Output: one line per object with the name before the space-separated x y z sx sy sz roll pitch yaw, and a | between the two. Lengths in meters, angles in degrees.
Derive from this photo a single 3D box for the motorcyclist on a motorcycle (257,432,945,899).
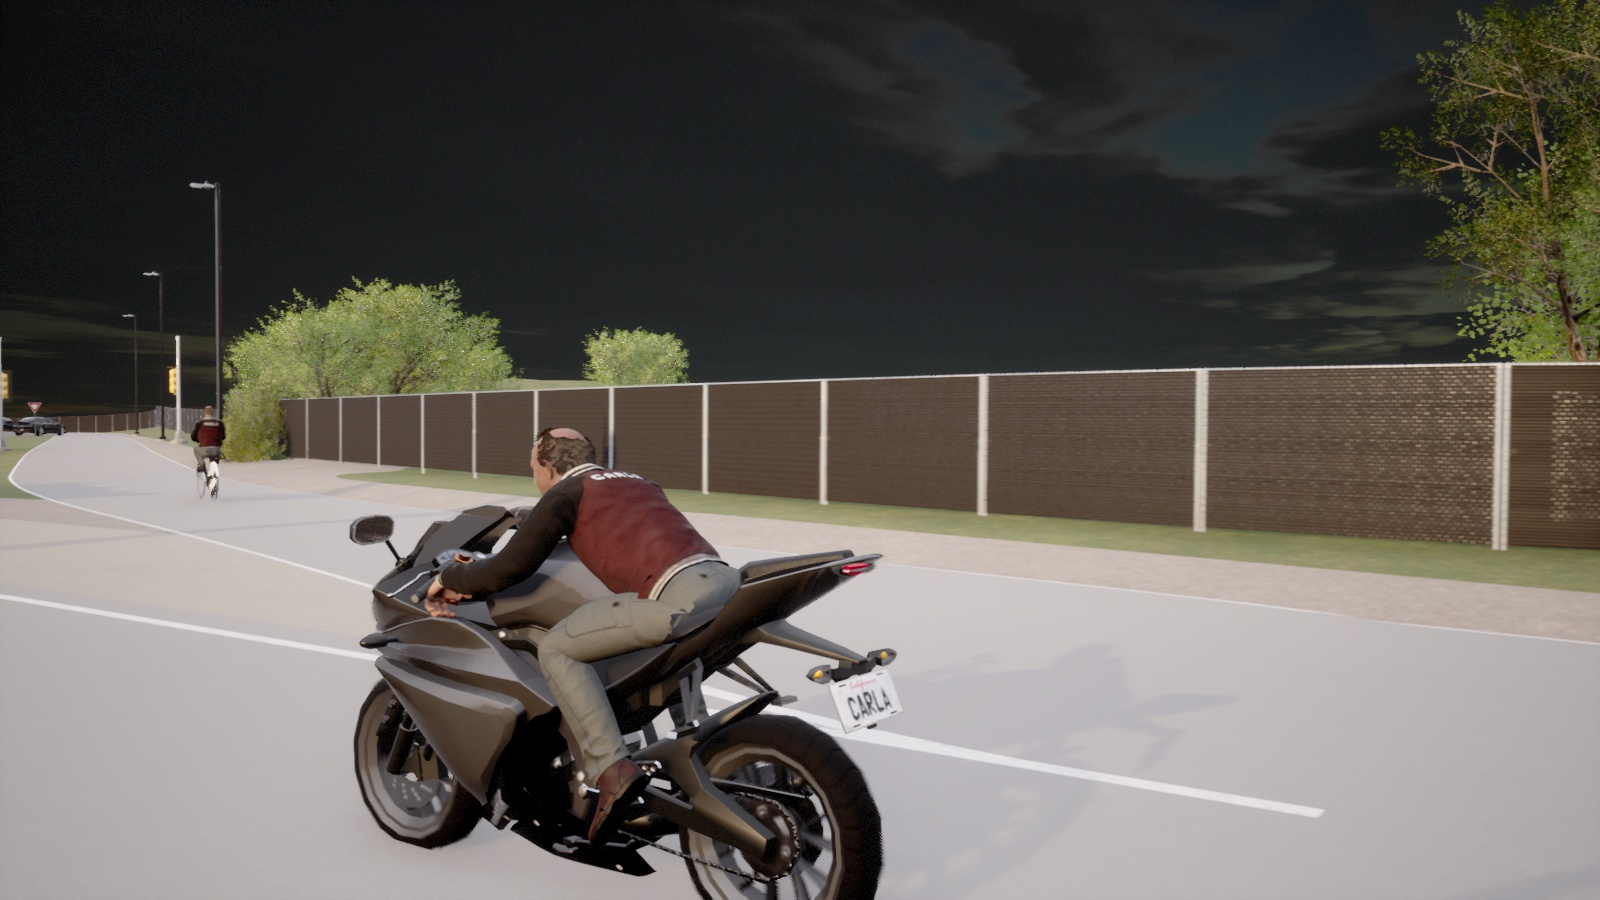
motorcyclist on a motorcycle | -0.713 0.718 4.098 2.191 1.530 0.866 0 1 34

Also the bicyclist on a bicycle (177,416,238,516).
bicyclist on a bicycle | -11.045 0.265 23.400 0.659 1.776 1.843 -1 2 -36
